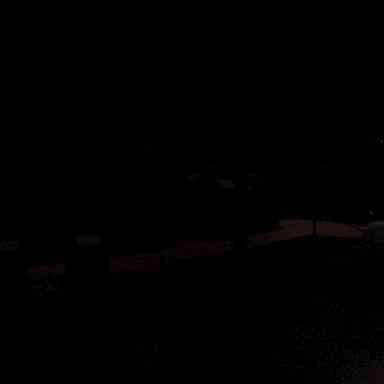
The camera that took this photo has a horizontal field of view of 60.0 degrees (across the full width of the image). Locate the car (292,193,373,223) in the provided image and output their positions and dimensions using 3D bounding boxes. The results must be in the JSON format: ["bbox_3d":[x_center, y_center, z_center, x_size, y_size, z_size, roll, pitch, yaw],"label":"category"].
[{"bbox_3d":[10.265,1.065,24.701,5.566,2.045,2.150,0,0,42],"label":"car"}]
